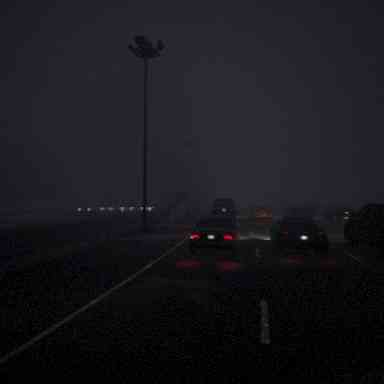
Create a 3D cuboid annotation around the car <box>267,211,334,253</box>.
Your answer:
[{"bbox_3d":[4.647,1.761,14.845,1.994,1.385,4.181,0,-1,9],"label":"car"}]

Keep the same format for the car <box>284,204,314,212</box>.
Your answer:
[{"bbox_3d":[9.900,1.888,31.009,1.882,1.535,5.008,0,0,4],"label":"car"}]

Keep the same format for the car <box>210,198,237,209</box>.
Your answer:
[{"bbox_3d":[2.822,1.578,29.890,2.150,2.045,5.566,0,0,4],"label":"car"}]

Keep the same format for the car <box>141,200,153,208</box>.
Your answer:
[{"bbox_3d":[-8.339,2.207,62.133,1.994,1.385,4.181,0,-1,-5],"label":"car"}]

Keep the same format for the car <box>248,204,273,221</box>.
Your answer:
[{"bbox_3d":[6.411,1.869,31.285,1.882,1.535,5.008,0,0,4],"label":"car"}]

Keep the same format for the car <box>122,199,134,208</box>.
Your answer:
[{"bbox_3d":[-11.841,2.099,62.110,1.882,1.535,5.008,0,-1,-6],"label":"car"}]

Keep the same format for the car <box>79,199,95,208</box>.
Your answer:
[{"bbox_3d":[-18.604,2.022,59.138,1.882,1.535,5.008,0,-1,-5],"label":"car"}]

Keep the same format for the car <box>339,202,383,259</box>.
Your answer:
[{"bbox_3d":[7.987,1.427,13.452,2.150,2.045,5.566,0,0,9],"label":"car"}]

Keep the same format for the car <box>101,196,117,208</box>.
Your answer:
[{"bbox_3d":[-15.260,1.807,61.328,2.150,2.045,5.566,0,0,-5],"label":"car"}]

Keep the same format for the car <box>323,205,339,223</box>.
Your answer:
[{"bbox_3d":[13.344,1.929,30.013,1.837,1.490,4.892,0,0,4],"label":"car"}]

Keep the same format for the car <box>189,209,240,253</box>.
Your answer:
[{"bbox_3d":[1.071,1.718,14.526,2.033,1.411,5.357,0,-1,9],"label":"car"}]
